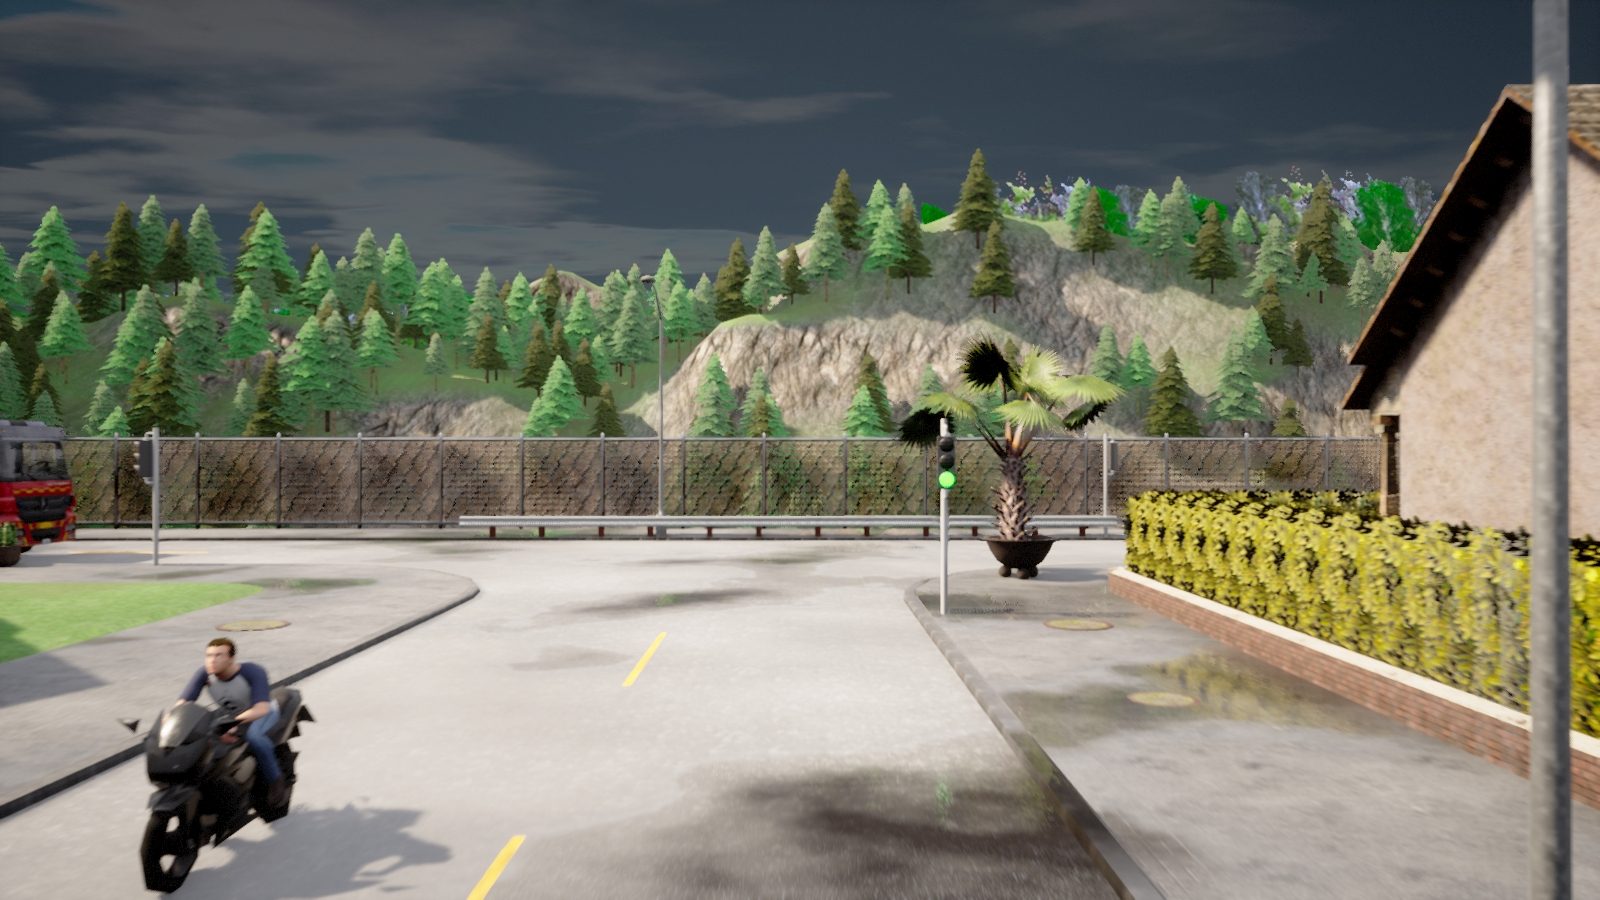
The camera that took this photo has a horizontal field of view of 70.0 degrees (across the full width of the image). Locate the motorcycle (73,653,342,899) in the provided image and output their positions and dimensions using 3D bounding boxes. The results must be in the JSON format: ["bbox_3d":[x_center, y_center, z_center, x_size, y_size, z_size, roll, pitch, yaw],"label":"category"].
[{"bbox_3d":[-3.977,2.186,7.897,0.803,1.199,2.033,0,0,0],"label":"motorcycle"}]

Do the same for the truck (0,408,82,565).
[{"bbox_3d":[-23.547,0.891,29.268,8.468,3.827,2.891,0,0,0],"label":"truck"}]
